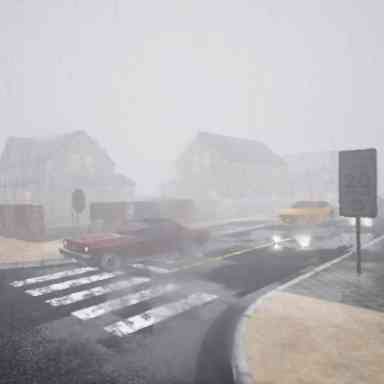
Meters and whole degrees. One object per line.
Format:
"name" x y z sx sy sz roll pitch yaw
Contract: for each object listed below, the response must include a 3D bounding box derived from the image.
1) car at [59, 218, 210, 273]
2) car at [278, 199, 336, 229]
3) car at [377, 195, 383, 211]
"car" -1.693 1.555 10.790 4.718 1.301 1.895 -1 1 -42
"car" 6.894 1.198 19.799 1.882 1.535 5.008 0 1 42
"car" 15.618 0.977 29.511 2.128 1.511 4.902 0 1 42
